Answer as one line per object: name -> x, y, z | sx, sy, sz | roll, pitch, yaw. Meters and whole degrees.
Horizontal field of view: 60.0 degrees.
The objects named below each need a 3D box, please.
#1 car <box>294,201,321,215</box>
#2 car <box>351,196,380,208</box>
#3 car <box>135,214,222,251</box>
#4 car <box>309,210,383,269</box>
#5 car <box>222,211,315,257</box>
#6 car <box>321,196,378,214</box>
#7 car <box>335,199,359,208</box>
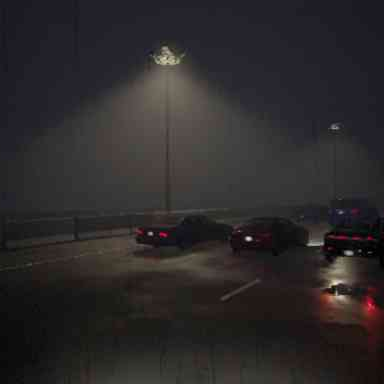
car -> 10.251, 1.754, 27.620 | 1.882, 1.535, 5.008 | -1, -1, 43
car -> 31.076, 1.794, 59.503 | 5.566, 2.045, 2.150 | 0, -1, -34
car -> -0.124, 1.713, 15.151 | 2.033, 1.411, 5.357 | -1, -1, 37
car -> 6.135, 1.608, 11.785 | 2.128, 1.511, 4.902 | -1, -1, 38
car -> 3.317, 1.708, 13.855 | 1.994, 1.385, 4.181 | -1, -1, 38
car -> 11.721, 1.460, 24.105 | 2.150, 2.045, 5.566 | -1, -1, 43
car -> 29.122, 2.109, 62.400 | 4.892, 1.490, 1.837 | 0, -1, -34
